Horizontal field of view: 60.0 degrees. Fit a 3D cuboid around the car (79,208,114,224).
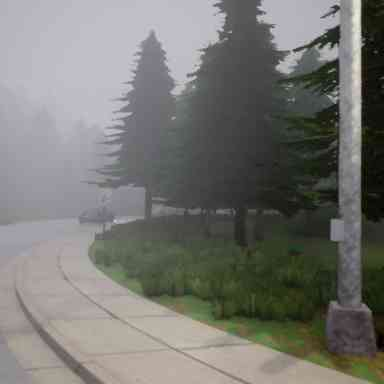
[{"bbox_3d":[-8.873,2.214,31.289,1.994,1.385,4.181,1,-1,10],"label":"car"}]
